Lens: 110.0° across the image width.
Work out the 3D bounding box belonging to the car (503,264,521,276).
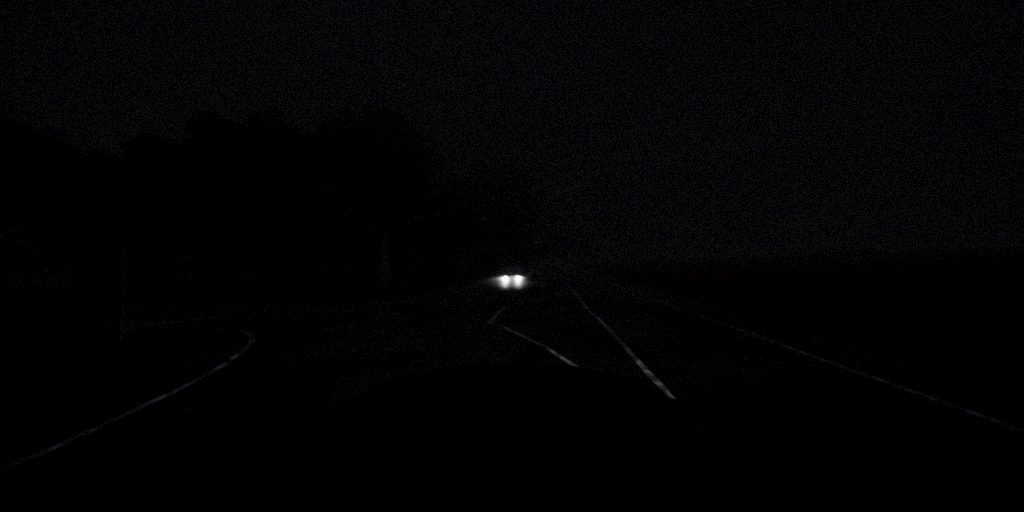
[{"bbox_3d":[0.062,1.625,42.103,1.895,1.301,4.718,-1,0,4],"label":"car"}]
